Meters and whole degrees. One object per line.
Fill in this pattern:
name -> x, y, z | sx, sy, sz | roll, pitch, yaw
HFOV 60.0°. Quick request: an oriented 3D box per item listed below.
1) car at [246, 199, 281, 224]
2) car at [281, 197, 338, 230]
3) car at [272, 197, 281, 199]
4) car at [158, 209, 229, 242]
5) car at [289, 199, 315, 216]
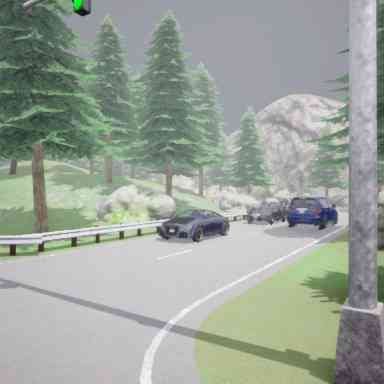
car -> 5.715, 1.507, 24.903 | 2.128, 1.511, 4.902 | 0, 0, 34
car -> 7.941, 1.353, 21.753 | 2.150, 2.045, 5.566 | 0, -1, 34
car -> 13.520, 1.573, 54.241 | 1.812, 1.442, 4.674 | 1, -1, -38
car -> 0.199, 1.579, 16.627 | 1.994, 1.385, 4.181 | 0, 0, 34
car -> 11.163, 1.521, 33.546 | 1.837, 1.490, 4.892 | 0, 0, 27
